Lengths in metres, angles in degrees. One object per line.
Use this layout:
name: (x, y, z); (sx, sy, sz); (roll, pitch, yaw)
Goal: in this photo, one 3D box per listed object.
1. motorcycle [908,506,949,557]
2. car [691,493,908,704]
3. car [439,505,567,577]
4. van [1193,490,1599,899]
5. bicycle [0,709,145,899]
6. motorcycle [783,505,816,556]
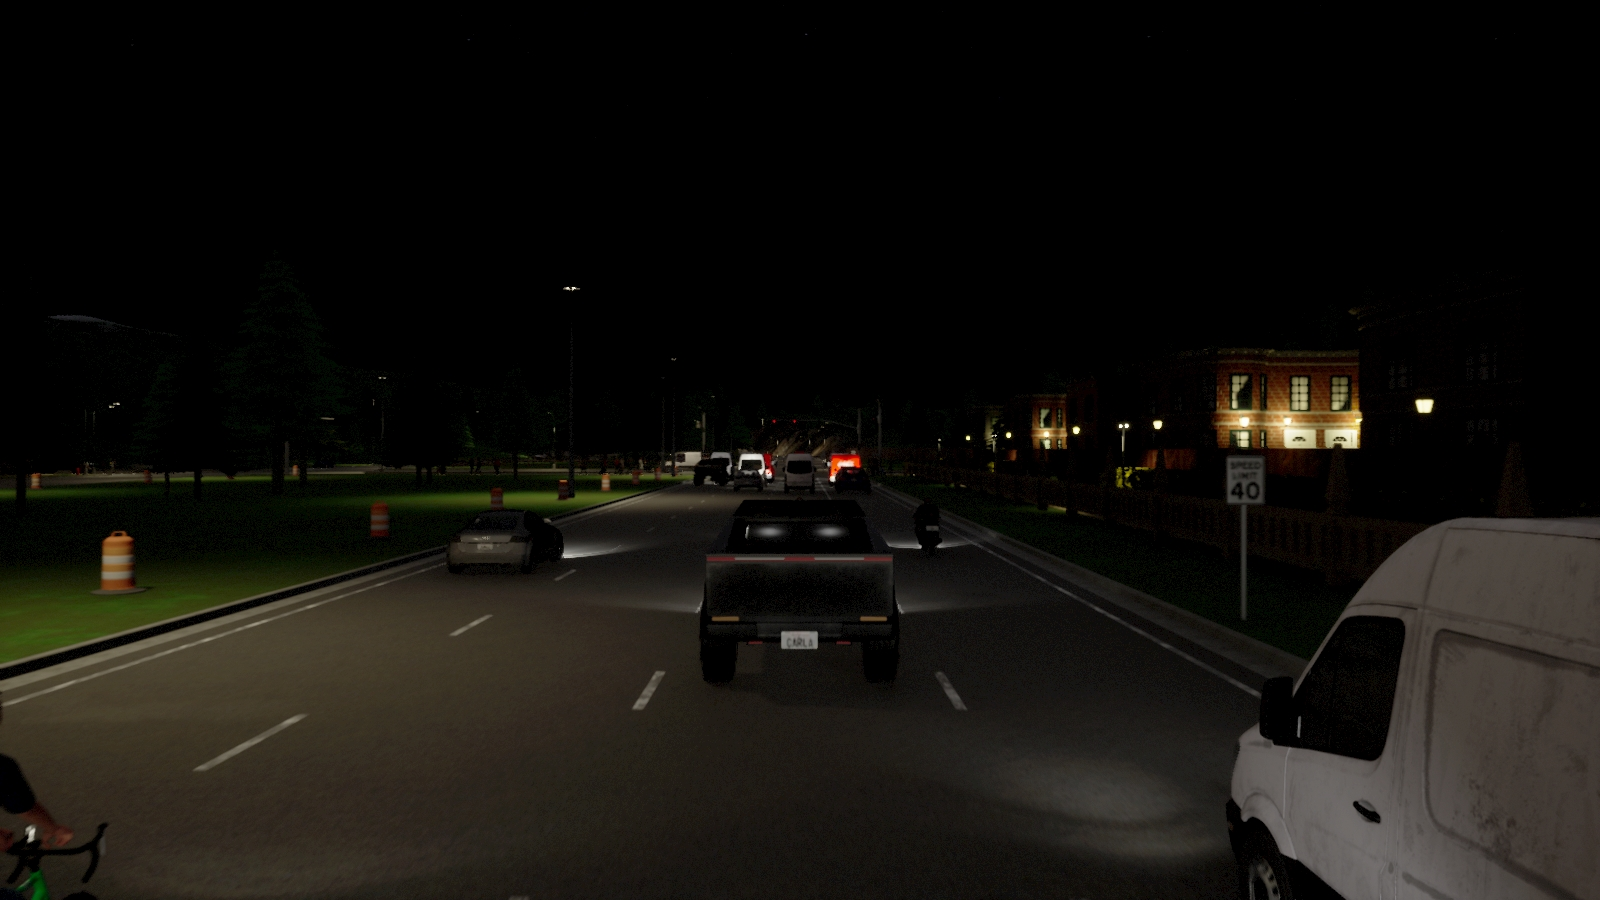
motorcycle: (3.488, 2.204, 31.216); (0.867, 1.251, 2.209); (0, 0, 0)
car: (-0.006, 1.753, 15.751); (2.390, 2.098, 6.274); (0, 0, 0)
car: (-7.010, 2.118, 27.456); (1.994, 1.385, 4.181); (0, 0, 0)
van: (3.494, 1.534, 4.313); (1.988, 2.561, 5.915); (0, 0, 0)
bicycle: (-3.501, 2.056, 4.962); (0.373, 1.496, 1.643); (0, 0, 0)
motorcycle: (-0.011, 2.204, 31.683); (0.867, 1.251, 2.209); (0, 0, 0)
